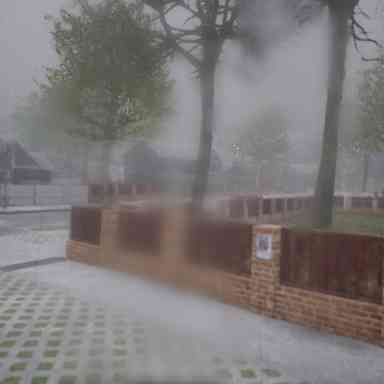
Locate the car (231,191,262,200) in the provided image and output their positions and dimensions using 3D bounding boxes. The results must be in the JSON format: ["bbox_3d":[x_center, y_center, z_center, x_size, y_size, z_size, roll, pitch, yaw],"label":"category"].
[{"bbox_3d":[6.474,0.607,39.392,1.895,1.301,4.718,5,3,35],"label":"car"}]
